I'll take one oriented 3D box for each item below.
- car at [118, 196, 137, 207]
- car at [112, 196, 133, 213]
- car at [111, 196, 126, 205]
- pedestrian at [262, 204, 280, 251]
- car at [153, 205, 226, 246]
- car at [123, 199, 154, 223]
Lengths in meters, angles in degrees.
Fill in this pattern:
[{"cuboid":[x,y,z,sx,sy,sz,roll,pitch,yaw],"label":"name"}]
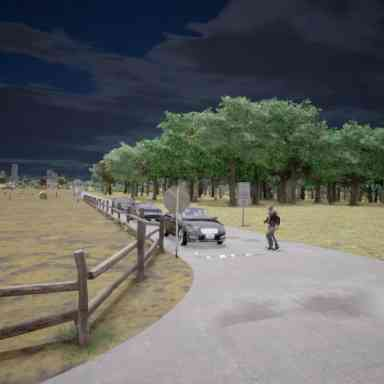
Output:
[{"cuboid":[-9.982,1.493,51.092,2.128,1.511,4.902,2,0,-20],"label":"car"},{"cuboid":[-7.450,1.455,35.596,1.837,1.490,4.892,2,0,-20],"label":"car"},{"cuboid":[-13.551,1.516,60.828,2.033,1.411,5.357,1,0,-19],"label":"car"},{"cuboid":[3.057,1.322,12.776,0.375,1.860,0.375,1,0,-20],"label":"pedestrian"},{"cuboid":[-0.079,1.465,15.296,2.128,1.511,4.902,1,0,-19],"label":"car"},{"cuboid":[-3.491,1.511,24.739,2.033,1.411,5.357,2,0,-20],"label":"car"}]
